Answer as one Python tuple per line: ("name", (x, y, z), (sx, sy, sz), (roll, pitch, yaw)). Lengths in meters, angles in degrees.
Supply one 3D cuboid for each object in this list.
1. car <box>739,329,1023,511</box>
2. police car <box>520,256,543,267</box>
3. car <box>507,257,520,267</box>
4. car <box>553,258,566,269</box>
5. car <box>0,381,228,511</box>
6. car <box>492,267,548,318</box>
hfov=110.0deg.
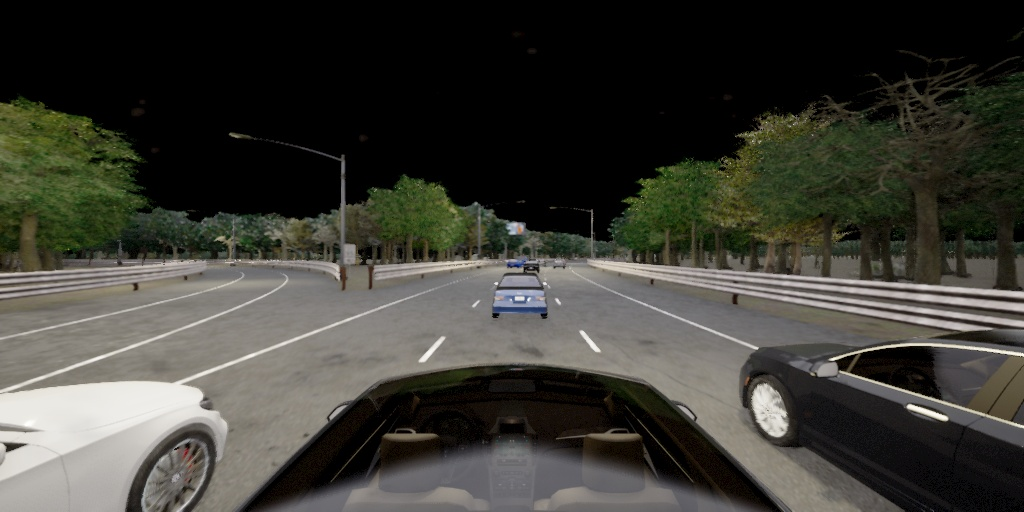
("car", (3.638, 1.259, 2.346), (1.837, 1.490, 4.892), (0, 0, 0))
("police car", (2.478, 1.191, 44.245), (1.930, 1.638, 5.238), (0, 0, 6))
("car", (0.380, 1.272, 56.900), (1.882, 1.535, 5.008), (0, 0, 8))
("car", (7.385, 1.349, 56.446), (2.033, 1.411, 5.357), (0, 0, 8))
("car", (-3.368, 1.272, 1.118), (1.812, 1.442, 4.674), (0, 0, 0))
("car", (0.304, 1.299, 13.067), (2.033, 1.411, 5.357), (0, 0, 2))
